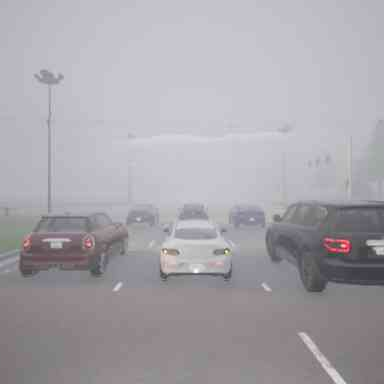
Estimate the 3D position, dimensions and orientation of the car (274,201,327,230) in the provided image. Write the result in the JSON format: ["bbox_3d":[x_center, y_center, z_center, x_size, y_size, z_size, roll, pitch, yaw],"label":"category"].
[{"bbox_3d":[7.102,1.489,22.350,1.882,1.535,5.008,0,0,0],"label":"car"}]

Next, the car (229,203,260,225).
[{"bbox_3d":[3.602,1.489,22.452,1.882,1.535,5.008,0,0,0],"label":"car"}]

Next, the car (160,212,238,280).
[{"bbox_3d":[0.098,1.531,9.847,1.812,1.442,4.674,0,0,0],"label":"car"}]

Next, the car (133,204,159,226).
[{"bbox_3d":[-3.399,1.537,23.412,1.812,1.442,4.674,0,0,0],"label":"car"}]

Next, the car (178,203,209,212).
[{"bbox_3d":[0.102,1.518,22.586,1.837,1.490,4.892,0,1,0],"label":"car"}]

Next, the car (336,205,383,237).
[{"bbox_3d":[10.600,1.558,19.518,2.033,1.411,5.357,0,0,0],"label":"car"}]

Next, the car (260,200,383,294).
[{"bbox_3d":[3.603,1.223,8.982,2.150,2.045,5.566,0,0,-1],"label":"car"}]

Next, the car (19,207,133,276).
[{"bbox_3d":[-3.405,1.357,10.485,2.097,1.767,4.553,0,0,0],"label":"car"}]
